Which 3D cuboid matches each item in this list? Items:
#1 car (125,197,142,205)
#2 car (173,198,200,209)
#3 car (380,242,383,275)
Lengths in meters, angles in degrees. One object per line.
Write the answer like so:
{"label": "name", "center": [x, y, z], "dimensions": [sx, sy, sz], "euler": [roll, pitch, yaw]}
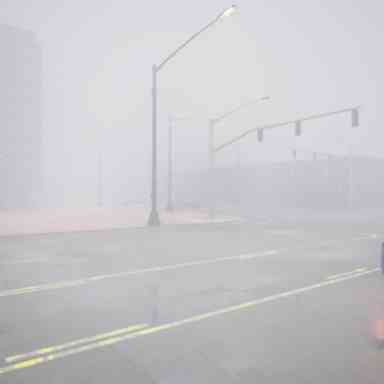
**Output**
{"label": "car", "center": [-10.678, 1.624, 60.618], "dimensions": [1.994, 1.385, 4.181], "euler": [0, 0, -35]}
{"label": "car", "center": [-0.781, 1.537, 46.695], "dimensions": [1.882, 1.535, 5.008], "euler": [0, 0, -35]}
{"label": "car", "center": [6.876, 1.501, 8.651], "dimensions": [5.008, 1.535, 1.882], "euler": [0, 0, -35]}
